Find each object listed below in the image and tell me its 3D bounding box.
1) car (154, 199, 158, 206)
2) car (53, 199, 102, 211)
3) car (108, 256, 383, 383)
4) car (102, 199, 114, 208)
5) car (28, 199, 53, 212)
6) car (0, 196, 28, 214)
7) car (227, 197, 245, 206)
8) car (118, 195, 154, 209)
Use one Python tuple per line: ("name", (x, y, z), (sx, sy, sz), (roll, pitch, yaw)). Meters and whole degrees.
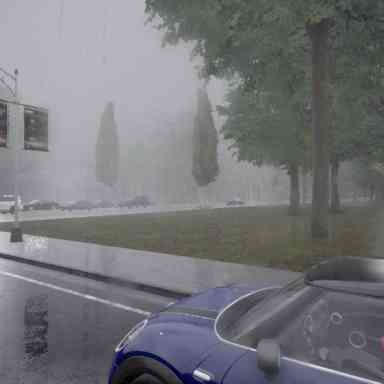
("car", (-8.131, 1.836, 59.636), (2.128, 1.511, 4.902), (0, 0, 36))
("car", (-15.102, 1.778, 44.062), (2.033, 1.411, 5.357), (0, 0, 35))
("car", (1.416, 1.352, 2.679), (4.553, 1.767, 2.097), (0, 0, 36))
("car", (-14.077, 1.837, 51.192), (1.994, 1.385, 4.181), (0, 0, 35))
("car", (-19.759, 1.695, 43.073), (1.882, 1.535, 5.008), (0, 0, 35))
("car", (-21.065, 1.399, 35.546), (2.150, 2.045, 5.566), (0, 0, 34))
("car", (8.809, 1.818, 66.574), (2.097, 1.767, 4.553), (0, -1, 35))
("car", (-9.113, 1.514, 52.615), (2.150, 2.045, 5.566), (0, 0, 36))
